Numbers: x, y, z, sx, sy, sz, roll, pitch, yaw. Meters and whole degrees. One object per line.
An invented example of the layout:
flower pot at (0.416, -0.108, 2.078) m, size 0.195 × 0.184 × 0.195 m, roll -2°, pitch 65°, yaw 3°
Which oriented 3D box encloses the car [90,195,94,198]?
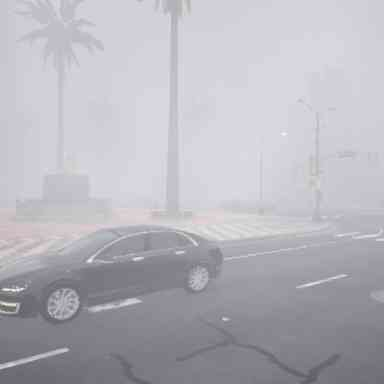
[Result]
car at (-17.295, 1.353, 55.611) m, size 4.553 × 1.767 × 2.097 m, roll 0°, pitch 0°, yaw 2°

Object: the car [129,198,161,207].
car at (-7.437, 1.548, 50.644) m, size 5.357 × 1.411 × 2.033 m, roll 0°, pitch 0°, yaw 15°

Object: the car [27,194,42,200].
car at (-26.045, 1.221, 58.555) m, size 5.566 × 2.045 × 2.150 m, roll 0°, pitch 0°, yaw -10°

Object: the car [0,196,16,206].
car at (-31.104, 1.505, 53.611) m, size 4.892 × 1.490 × 1.837 m, roll 0°, pitch 0°, yaw -16°

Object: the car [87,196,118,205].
car at (-15.836, 1.491, 59.119) m, size 4.902 × 1.511 × 2.128 m, roll 0°, pitch 0°, yaw 2°

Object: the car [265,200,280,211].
car at (8.442, 1.563, 40.178) m, size 1.994 × 1.385 × 4.181 m, roll 0°, pitch 0°, yaw -41°

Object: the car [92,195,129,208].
car at (-11.813, 1.564, 48.109) m, size 4.181 × 1.385 × 1.994 m, roll 0°, pitch 0°, yaw 9°

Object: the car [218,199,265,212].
car at (5.389, 1.547, 38.693) m, size 2.033 × 1.411 × 5.357 m, roll 0°, pitch 0°, yaw -41°

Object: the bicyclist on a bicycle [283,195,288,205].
bicyclist on a bicycle at (15.275, 1.300, 54.474) m, size 0.582 × 1.620 × 1.656 m, roll 0°, pitch 0°, yaw 42°

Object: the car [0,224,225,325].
car at (-1.502, 1.505, 7.213) m, size 4.892 × 1.490 × 1.837 m, roll 0°, pitch 0°, yaw -35°
